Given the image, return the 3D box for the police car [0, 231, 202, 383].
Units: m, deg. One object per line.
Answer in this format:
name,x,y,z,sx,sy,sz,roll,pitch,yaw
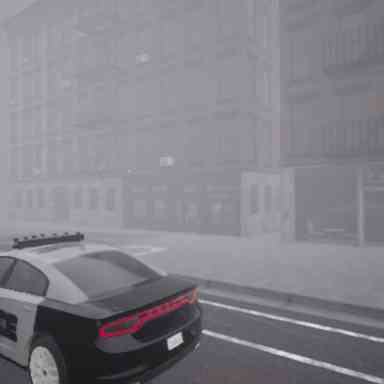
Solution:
police car,-2.296,1.473,5.200,5.238,1.638,1.930,-1,0,35
